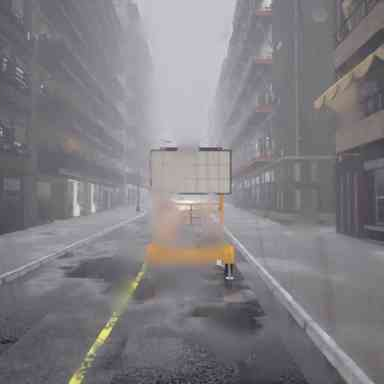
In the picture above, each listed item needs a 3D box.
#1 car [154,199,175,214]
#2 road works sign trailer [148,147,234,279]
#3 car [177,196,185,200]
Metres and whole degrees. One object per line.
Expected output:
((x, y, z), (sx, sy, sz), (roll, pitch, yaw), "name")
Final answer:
((-2.925, 1.545, 35.820), (1.812, 1.442, 4.674), (0, 0, 0), "car")
((-0.029, 0.470, 10.000), (2.380, 3.560, 2.880), (0, 0, 0), "road works sign trailer")
((-2.940, 1.671, 90.006), (1.895, 1.301, 4.718), (0, 0, 0), "car")
